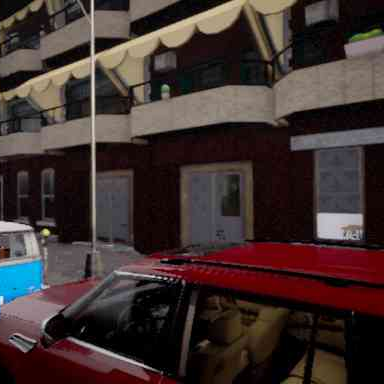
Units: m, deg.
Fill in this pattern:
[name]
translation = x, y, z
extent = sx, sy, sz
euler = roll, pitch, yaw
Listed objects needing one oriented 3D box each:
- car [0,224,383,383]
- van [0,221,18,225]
[car]
translation = 0.285, 1.315, 2.530
extent = 5.009, 1.841, 2.192
euler = 0, -1, 36
[van]
translation = -4.322, 1.343, 5.820
extent = 3.998, 1.788, 1.690
euler = 0, -1, 36
